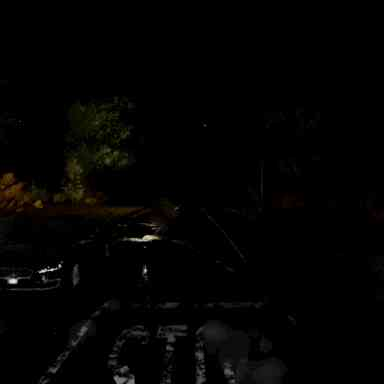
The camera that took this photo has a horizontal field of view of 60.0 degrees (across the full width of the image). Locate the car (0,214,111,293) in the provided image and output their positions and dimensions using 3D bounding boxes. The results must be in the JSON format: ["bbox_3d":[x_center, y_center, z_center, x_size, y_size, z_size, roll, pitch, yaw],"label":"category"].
[{"bbox_3d":[-3.522,1.429,8.951,1.837,1.490,4.892,0,2,0],"label":"car"}]

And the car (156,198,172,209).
[{"bbox_3d":[-3.746,1.504,45.484,1.882,1.535,5.008,0,0,-1],"label":"car"}]
